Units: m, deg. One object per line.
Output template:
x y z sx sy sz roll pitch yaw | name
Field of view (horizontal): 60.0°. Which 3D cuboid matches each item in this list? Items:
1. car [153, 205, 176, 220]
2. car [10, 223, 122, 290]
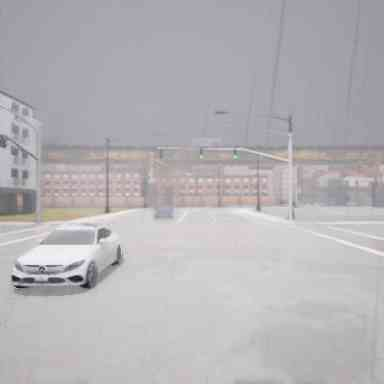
-2.889 2.168 35.347 1.812 1.442 4.674 0 0 1 | car
-3.311 1.691 9.723 1.812 1.442 4.674 0 -1 1 | car
